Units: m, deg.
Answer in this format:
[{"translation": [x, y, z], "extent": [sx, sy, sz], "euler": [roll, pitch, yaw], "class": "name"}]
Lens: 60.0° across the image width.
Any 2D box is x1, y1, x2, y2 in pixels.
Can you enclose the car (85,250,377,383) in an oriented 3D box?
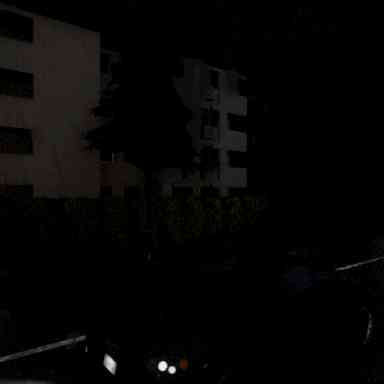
[{"translation": [0.748, 1.565, 4.588], "extent": [4.181, 1.385, 1.994], "euler": [0, 0, -37], "class": "car"}]
